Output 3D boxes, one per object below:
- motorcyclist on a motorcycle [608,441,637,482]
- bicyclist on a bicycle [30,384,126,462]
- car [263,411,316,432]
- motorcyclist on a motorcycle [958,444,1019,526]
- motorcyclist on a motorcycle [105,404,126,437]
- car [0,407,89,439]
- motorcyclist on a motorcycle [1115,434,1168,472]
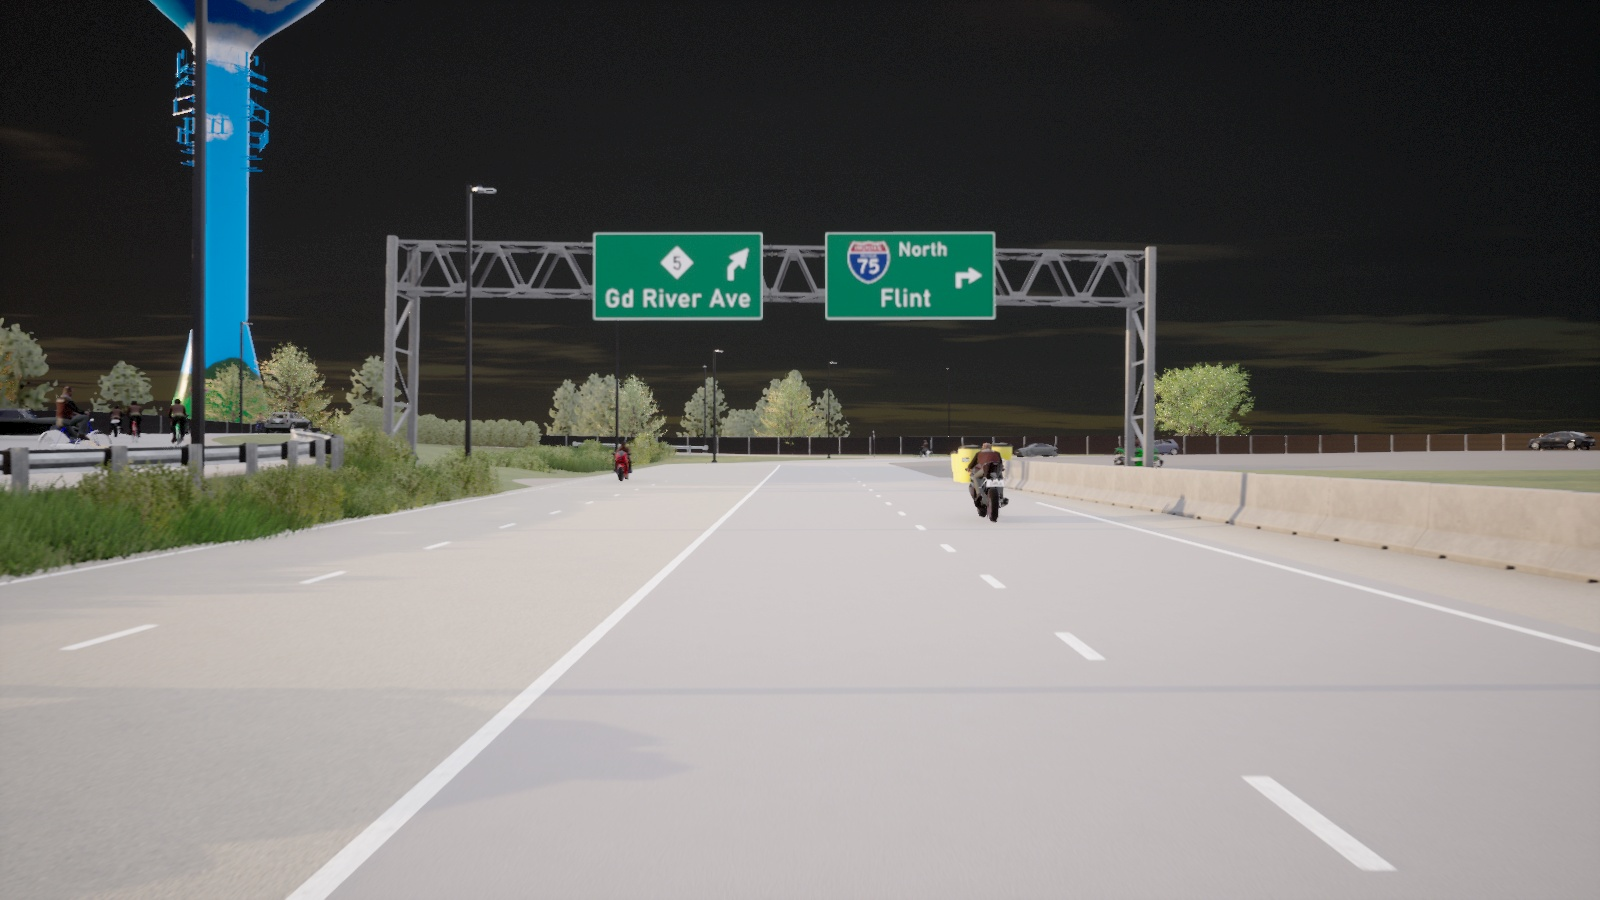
[{"bbox_3d":[-6.710,0.421,47.599,0.797,1.523,2.044,0,0,1],"label":"motorcyclist on a motorcycle"},{"bbox_3d":[-16.953,-0.636,29.533,0.659,1.776,1.843,-1,1,26],"label":"bicyclist on a bicycle"},{"bbox_3d":[-35.769,-1.985,88.033,1.970,1.475,3.806,0,1,3],"label":"car"},{"bbox_3d":[3.657,0.643,24.539,0.866,1.530,2.191,0,0,0],"label":"motorcyclist on a motorcycle"},{"bbox_3d":[-32.133,-1.397,58.966,0.797,1.523,2.044,0,1,-27],"label":"motorcyclist on a motorcycle"},{"bbox_3d":[-32.857,-1.151,52.894,4.718,1.301,1.895,1,1,-14],"label":"car"},{"bbox_3d":[14.146,0.135,52.056,2.044,1.523,0.797,0,-2,23],"label":"motorcyclist on a motorcycle"}]
